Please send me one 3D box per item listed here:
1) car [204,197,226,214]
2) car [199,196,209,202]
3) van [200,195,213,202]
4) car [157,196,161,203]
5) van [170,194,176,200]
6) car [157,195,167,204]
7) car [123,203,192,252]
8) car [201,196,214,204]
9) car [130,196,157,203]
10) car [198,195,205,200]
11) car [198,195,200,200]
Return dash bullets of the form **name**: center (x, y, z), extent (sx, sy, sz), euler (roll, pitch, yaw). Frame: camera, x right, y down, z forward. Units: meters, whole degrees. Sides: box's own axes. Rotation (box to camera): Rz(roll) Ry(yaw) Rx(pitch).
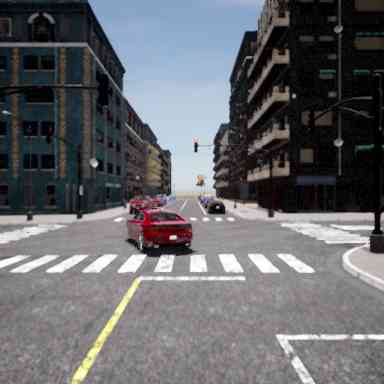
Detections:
- **car**: center (2.573, 1.562, 35.221), extent (1.947, 1.339, 4.313), euler (0, 0, 0)
- **car**: center (2.581, 1.526, 74.085), extent (2.008, 1.369, 4.403), euler (0, 0, 0)
- **van**: center (2.577, 1.330, 51.877), extent (1.690, 1.788, 3.998), euler (0, 0, 0)
- **car**: center (-5.306, 1.539, 40.774), extent (1.887, 1.381, 4.507), euler (0, 0, 0)
- **van**: center (-5.296, 1.303, 90.742), extent (1.690, 1.788, 3.998), euler (0, 0, 0)
- **car**: center (-5.304, 1.534, 51.878), extent (1.887, 1.381, 4.507), euler (0, 0, 0)
- **car**: center (-1.591, 1.474, 14.176), extent (1.882, 1.535, 5.008), euler (0, 0, -22)
- **car**: center (2.576, 1.574, 46.325), extent (1.802, 1.307, 4.206), euler (0, 0, 0)
- **car**: center (-5.307, 1.312, 35.222), extent (2.192, 1.841, 5.009), euler (0, 0, 0)
- **car**: center (2.584, 1.506, 90.741), extent (1.887, 1.381, 4.507), euler (0, 0, 0)
- **car**: center (2.579, 1.423, 62.981), extent (1.967, 1.590, 4.097), euler (0, 0, 0)
